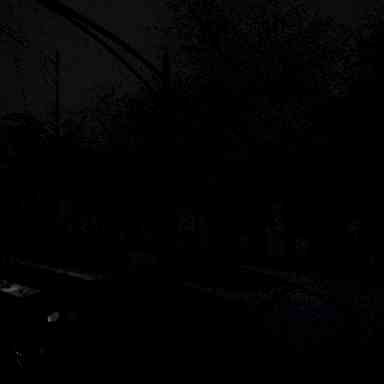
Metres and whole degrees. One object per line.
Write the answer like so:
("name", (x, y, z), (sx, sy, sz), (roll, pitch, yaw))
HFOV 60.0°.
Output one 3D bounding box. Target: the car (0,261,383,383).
("car", (-0.138, 1.564, 3.787), (5.357, 1.411, 2.033), (0, 0, 35))
